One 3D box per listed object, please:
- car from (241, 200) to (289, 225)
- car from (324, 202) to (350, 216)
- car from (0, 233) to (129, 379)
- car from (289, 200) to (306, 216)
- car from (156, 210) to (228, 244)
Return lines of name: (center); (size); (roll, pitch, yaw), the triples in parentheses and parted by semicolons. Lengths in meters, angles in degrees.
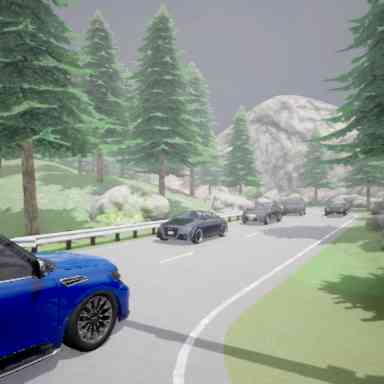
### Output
car: (5.268, 1.531, 24.634); (2.128, 1.511, 4.902); (0, 0, 31)
car: (14.394, 1.679, 32.798); (1.895, 1.301, 4.718); (0, 0, 30)
car: (-3.171, 1.340, 3.787); (2.150, 2.045, 5.566); (0, -1, 31)
car: (10.345, 1.556, 33.501); (1.837, 1.490, 4.892); (0, 0, 24)
car: (0.108, 1.592, 16.132); (1.994, 1.385, 4.181); (0, 0, 31)
